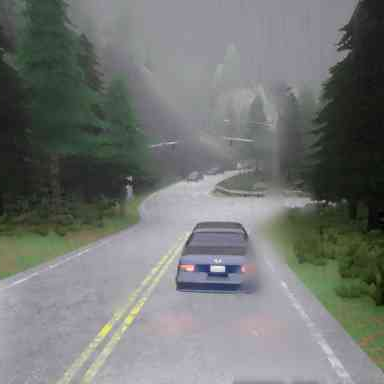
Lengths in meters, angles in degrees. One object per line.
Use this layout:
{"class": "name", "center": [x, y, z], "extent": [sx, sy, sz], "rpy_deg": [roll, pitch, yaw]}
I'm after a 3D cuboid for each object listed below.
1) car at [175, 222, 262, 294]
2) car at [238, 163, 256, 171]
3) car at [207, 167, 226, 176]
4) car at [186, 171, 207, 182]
{"class": "car", "center": [0.721, 1.498, 8.848], "extent": [2.033, 1.411, 5.357], "rpy_deg": [0, 0, 5]}
{"class": "car", "center": [11.841, -5.473, 70.996], "extent": [4.892, 1.490, 1.837], "rpy_deg": [-9, 9, -36]}
{"class": "car", "center": [4.605, -4.043, 63.618], "extent": [2.128, 1.511, 4.902], "rpy_deg": [4, 10, 36]}
{"class": "car", "center": [0.538, -2.563, 55.073], "extent": [1.837, 1.490, 4.892], "rpy_deg": [2, 10, 19]}
